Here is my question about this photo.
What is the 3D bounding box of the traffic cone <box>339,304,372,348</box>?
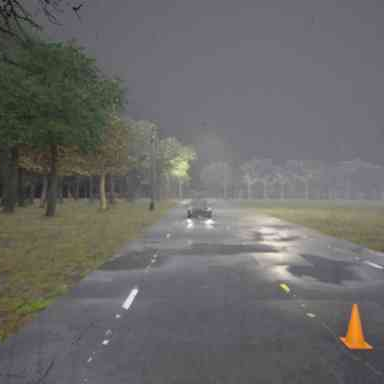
[{"bbox_3d":[2.454,1.982,5.007,0.340,0.580,0.340,0,0,0],"label":"traffic cone"}]

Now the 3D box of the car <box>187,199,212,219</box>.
[{"bbox_3d":[0.644,1.375,29.046,2.097,1.767,4.553,0,0,0],"label":"car"}]
